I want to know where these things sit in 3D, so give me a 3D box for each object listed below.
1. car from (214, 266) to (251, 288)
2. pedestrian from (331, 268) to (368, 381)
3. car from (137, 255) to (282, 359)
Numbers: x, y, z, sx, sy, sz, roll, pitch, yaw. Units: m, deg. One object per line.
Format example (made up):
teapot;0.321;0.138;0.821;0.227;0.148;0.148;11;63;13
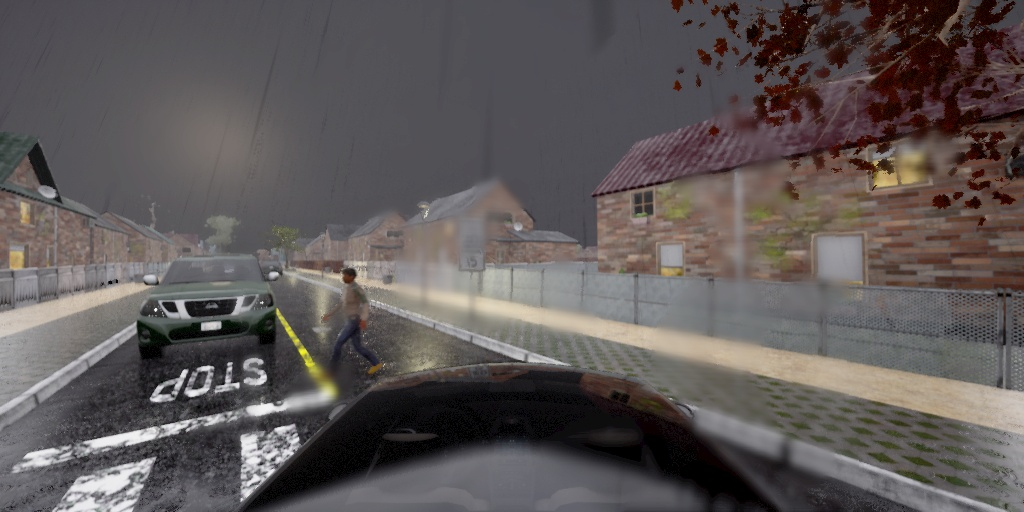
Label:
car;-19.592;1.410;25.232;1.895;1.301;4.718;0;0;-37
pedestrian;-2.619;1.043;5.777;0.375;1.860;0.375;1;-2;-37
car;-7.355;0.978;8.994;2.150;2.045;5.566;0;0;-37
